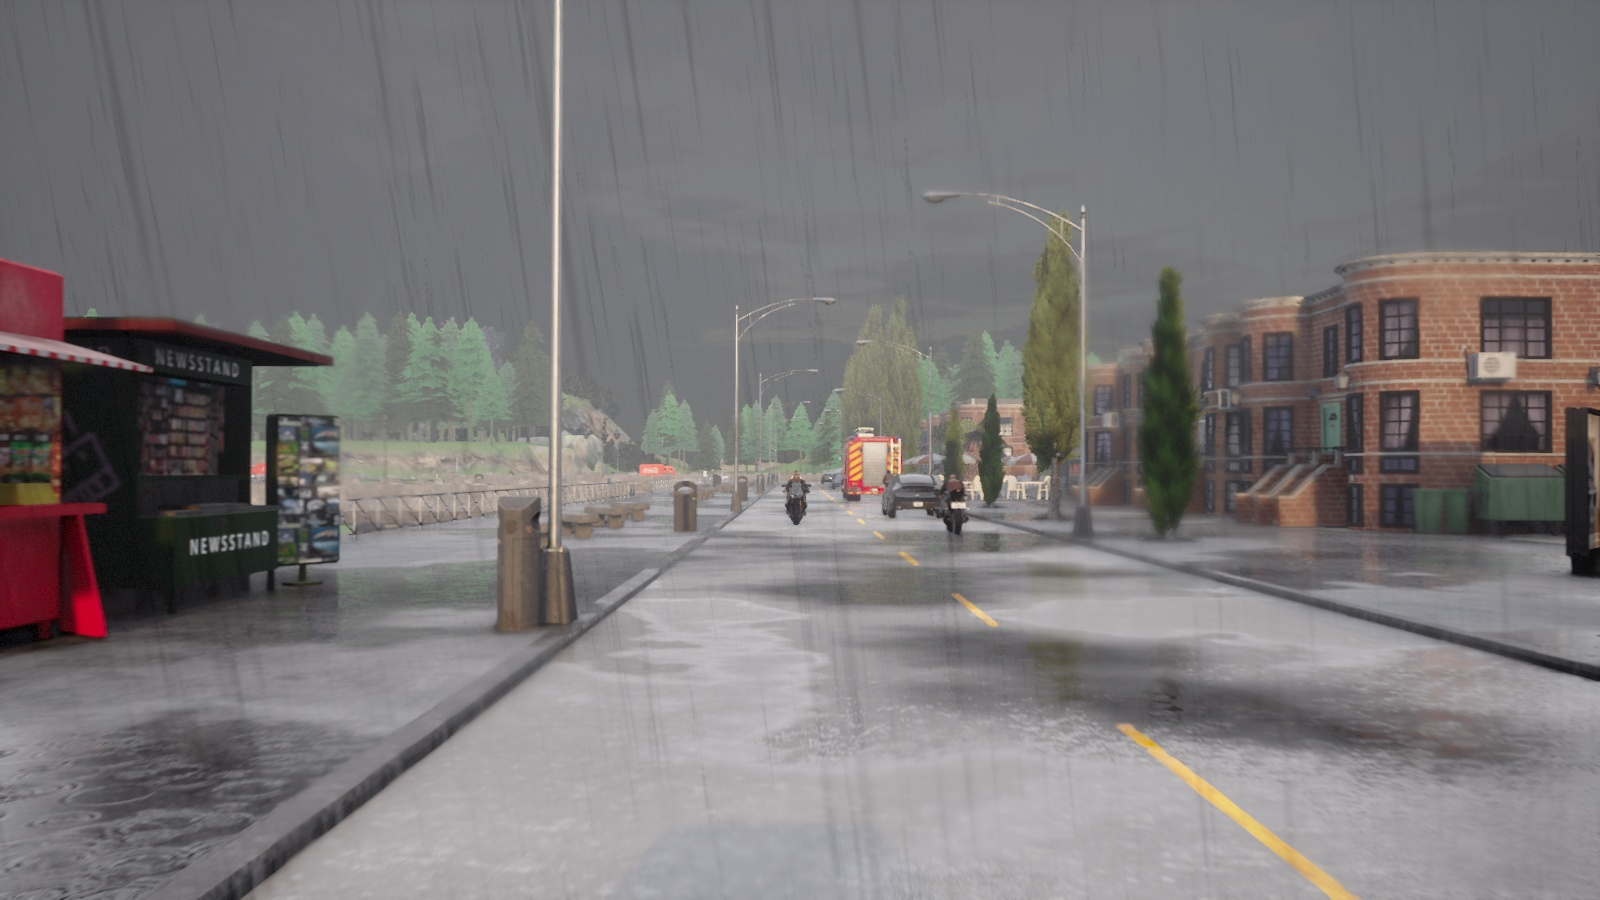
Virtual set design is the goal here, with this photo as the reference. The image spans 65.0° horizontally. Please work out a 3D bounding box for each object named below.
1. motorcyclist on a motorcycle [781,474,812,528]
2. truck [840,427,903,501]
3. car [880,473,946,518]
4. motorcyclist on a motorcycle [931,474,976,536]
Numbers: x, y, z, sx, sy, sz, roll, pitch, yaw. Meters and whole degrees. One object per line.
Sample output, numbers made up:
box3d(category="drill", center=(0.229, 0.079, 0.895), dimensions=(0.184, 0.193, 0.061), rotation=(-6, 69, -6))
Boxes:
box3d(category="motorcyclist on a motorcycle", center=(-0.095, 1.463, 36.604), dimensions=(0.866, 1.530, 2.191), rotation=(0, -1, 0))
box3d(category="truck", center=(3.817, 0.786, 68.783), dimensions=(2.891, 3.827, 8.468), rotation=(0, -1, 0))
box3d(category="car", center=(3.886, 1.537, 43.767), dimensions=(1.837, 1.490, 4.892), rotation=(0, -1, 0))
box3d(category="motorcyclist on a motorcycle", center=(3.916, 1.372, 32.151), dimensions=(0.866, 1.530, 2.191), rotation=(0, -1, 0))
